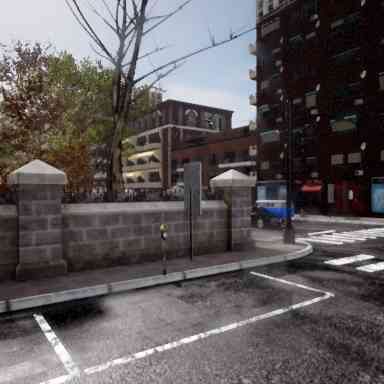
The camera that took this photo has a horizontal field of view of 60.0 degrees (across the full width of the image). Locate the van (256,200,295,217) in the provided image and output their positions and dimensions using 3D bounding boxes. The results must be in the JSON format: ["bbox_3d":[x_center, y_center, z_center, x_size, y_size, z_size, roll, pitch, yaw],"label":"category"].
[{"bbox_3d":[7.317,1.642,30.201,1.690,1.788,3.998,-1,0,-36],"label":"van"}]

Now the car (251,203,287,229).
[{"bbox_3d":[4.497,1.773,24.237,1.837,1.490,4.892,0,-1,-36],"label":"car"}]
